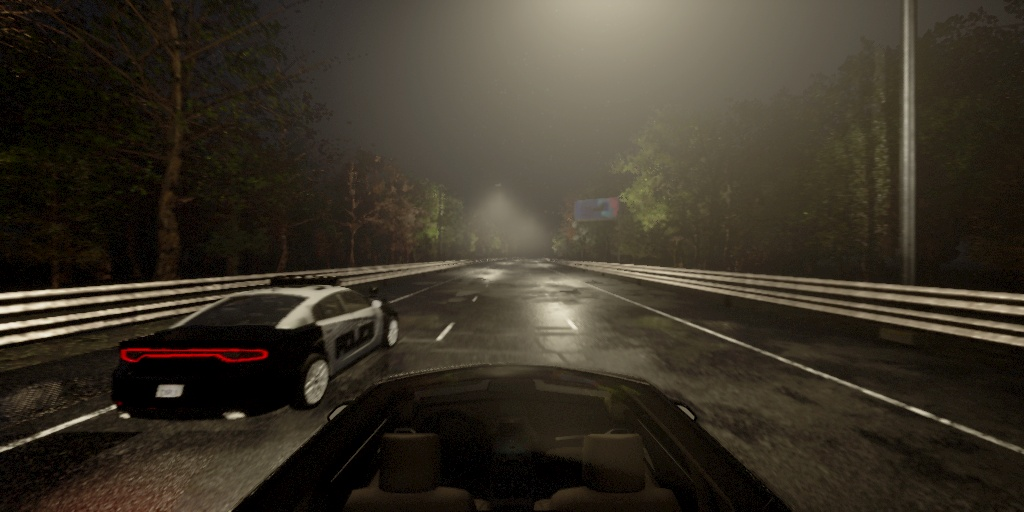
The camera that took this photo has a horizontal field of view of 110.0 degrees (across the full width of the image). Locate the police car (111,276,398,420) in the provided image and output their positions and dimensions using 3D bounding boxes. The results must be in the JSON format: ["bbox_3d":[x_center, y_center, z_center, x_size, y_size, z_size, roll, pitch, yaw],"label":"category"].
[{"bbox_3d":[-3.500,1.179,6.250,1.930,1.638,5.238,0,0,0],"label":"police car"}]
